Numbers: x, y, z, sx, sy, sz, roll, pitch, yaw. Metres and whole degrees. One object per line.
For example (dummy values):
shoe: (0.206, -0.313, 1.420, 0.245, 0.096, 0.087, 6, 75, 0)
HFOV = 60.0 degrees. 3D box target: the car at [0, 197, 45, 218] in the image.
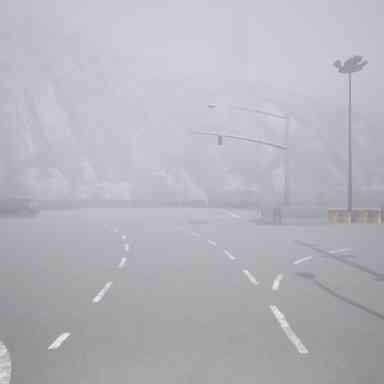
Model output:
car: (-15.766, 1.281, 28.928, 4.553, 1.767, 2.097, 0, 0, -3)

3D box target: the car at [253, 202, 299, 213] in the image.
car: (8.288, 1.537, 30.180, 4.718, 1.301, 1.895, 0, 0, -3)

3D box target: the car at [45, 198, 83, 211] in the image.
car: (-15.390, 1.434, 39.449, 4.674, 1.442, 1.812, 0, 0, -3)

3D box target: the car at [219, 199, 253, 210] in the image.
car: (5.732, 1.514, 40.562, 4.718, 1.301, 1.895, 0, 0, -3)
